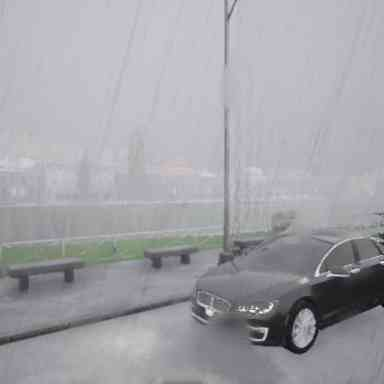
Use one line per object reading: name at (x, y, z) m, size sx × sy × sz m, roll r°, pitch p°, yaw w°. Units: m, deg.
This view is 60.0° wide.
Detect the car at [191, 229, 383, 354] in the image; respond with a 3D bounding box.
car at (2.233, 1.503, 6.219) m, size 4.892 × 1.490 × 1.837 m, roll 0°, pitch 0°, yaw -36°
